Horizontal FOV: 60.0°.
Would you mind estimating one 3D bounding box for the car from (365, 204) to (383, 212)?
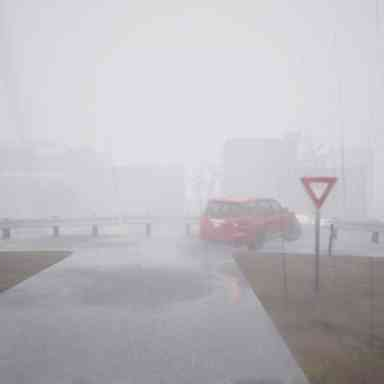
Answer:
[{"bbox_3d":[41.305,3.612,74.057,4.674,1.452,2.002,-1,1,-17],"label":"car"}]

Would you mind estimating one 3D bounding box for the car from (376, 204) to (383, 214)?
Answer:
[{"bbox_3d":[40.978,3.678,68.054,5.008,1.535,2.097,-1,1,-17],"label":"car"}]

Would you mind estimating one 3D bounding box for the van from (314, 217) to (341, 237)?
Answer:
[{"bbox_3d":[14.470,3.998,38.208,1.878,1.987,4.442,0,0,-18],"label":"van"}]

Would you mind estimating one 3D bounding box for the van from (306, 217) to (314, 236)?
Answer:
[{"bbox_3d":[11.512,3.998,38.295,1.878,1.987,4.442,0,0,-18],"label":"van"}]

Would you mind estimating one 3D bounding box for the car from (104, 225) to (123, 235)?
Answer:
[{"bbox_3d":[-9.218,4.213,38.956,1.946,1.575,5.366,0,0,-18],"label":"car"}]

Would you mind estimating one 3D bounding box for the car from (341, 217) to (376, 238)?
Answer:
[{"bbox_3d":[17.482,3.974,37.989,2.435,2.045,5.566,0,0,-18],"label":"car"}]

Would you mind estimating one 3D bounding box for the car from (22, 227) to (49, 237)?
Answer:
[{"bbox_3d":[-18.032,4.213,39.039,2.097,1.535,5.008,0,0,-18],"label":"car"}]

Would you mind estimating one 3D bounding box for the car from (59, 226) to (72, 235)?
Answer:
[{"bbox_3d":[-15.132,4.211,39.128,1.946,1.575,5.366,0,0,-18],"label":"car"}]

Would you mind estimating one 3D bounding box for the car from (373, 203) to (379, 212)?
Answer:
[{"bbox_3d":[41.103,3.499,71.052,4.553,1.767,2.185,-1,1,-17],"label":"car"}]

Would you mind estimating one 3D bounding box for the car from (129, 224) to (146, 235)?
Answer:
[{"bbox_3d":[-6.178,4.248,38.675,2.163,1.488,4.792,0,0,-18],"label":"car"}]

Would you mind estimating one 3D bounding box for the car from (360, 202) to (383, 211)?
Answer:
[{"bbox_3d":[41.508,3.393,77.055,4.553,1.767,2.185,-1,1,-17],"label":"car"}]

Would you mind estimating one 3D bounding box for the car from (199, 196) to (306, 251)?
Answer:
[{"bbox_3d":[2.587,1.194,14.024,2.150,2.045,5.566,2,3,39],"label":"car"}]

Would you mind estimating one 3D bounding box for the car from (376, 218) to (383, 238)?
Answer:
[{"bbox_3d":[20.440,3.974,37.902,2.435,2.045,5.566,0,0,-18],"label":"car"}]

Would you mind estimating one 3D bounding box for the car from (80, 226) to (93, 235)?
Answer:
[{"bbox_3d":[-12.105,4.216,38.870,2.097,1.535,5.008,0,0,-18],"label":"car"}]

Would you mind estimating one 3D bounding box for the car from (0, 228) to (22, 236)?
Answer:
[{"bbox_3d":[-20.996,4.242,39.153,2.163,1.488,4.792,0,0,-18],"label":"car"}]
